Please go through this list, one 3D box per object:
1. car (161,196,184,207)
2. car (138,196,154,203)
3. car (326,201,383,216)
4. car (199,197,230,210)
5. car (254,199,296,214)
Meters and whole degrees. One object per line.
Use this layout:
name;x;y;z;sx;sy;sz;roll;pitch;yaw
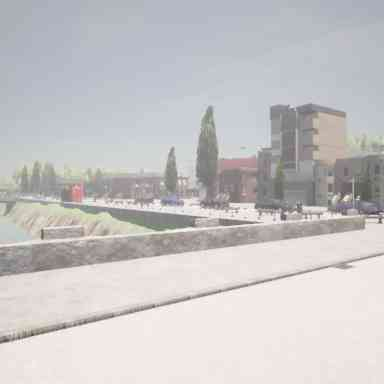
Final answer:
car;-3.112;1.475;52.475;1.882;1.535;5.008;0;0;-35
car;-9.805;1.543;68.972;2.033;1.411;5.357;0;0;-36
car;15.919;1.544;32.583;2.033;1.411;5.357;0;0;-31
car;2.938;1.502;43.993;1.837;1.490;4.892;0;0;-36
car;8.876;1.502;35.701;1.837;1.490;4.892;0;0;-36
